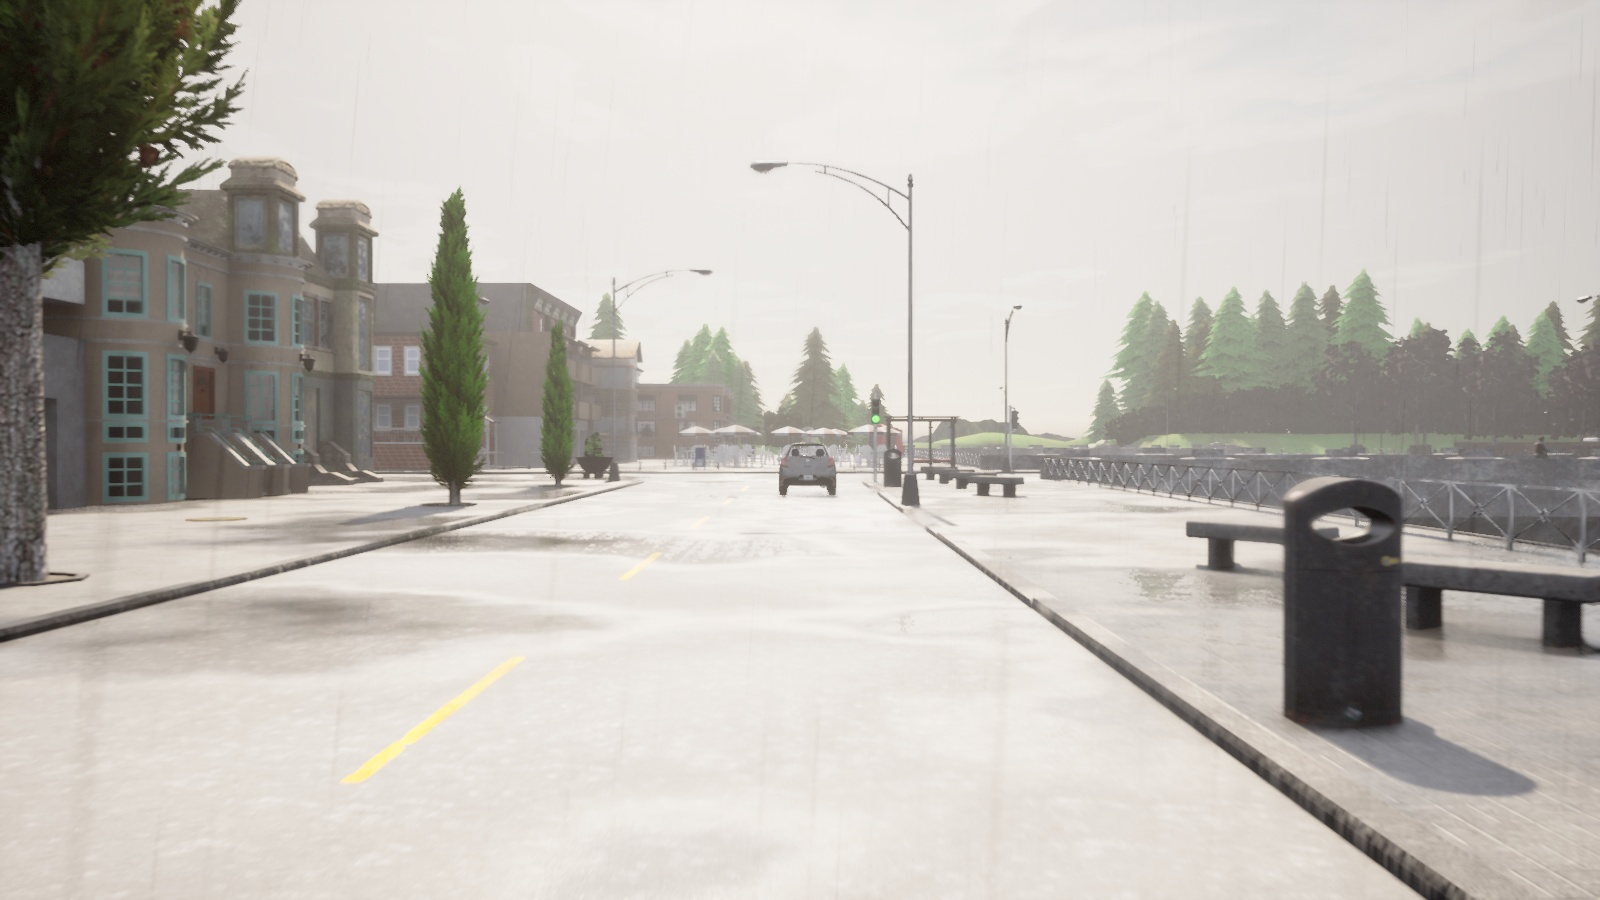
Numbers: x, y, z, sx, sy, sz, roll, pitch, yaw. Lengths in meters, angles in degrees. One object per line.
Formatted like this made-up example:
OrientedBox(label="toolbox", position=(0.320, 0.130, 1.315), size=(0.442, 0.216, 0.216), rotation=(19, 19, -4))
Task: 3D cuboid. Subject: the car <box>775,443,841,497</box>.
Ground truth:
OrientedBox(label="car", position=(0.222, 0.553, 36.870), size=(1.845, 1.501, 3.633), rotation=(0, 0, 0))
